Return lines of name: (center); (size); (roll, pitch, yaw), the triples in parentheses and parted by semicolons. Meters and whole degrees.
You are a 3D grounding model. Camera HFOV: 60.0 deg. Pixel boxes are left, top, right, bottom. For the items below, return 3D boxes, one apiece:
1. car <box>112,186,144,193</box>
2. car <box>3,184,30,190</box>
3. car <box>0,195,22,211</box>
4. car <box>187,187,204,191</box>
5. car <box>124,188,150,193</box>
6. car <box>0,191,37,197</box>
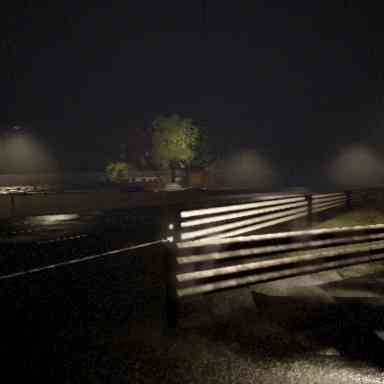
car: (-8.898, 0.179, 46.789); (2.150, 2.045, 5.566); (0, 1, 34)
car: (-29.279, -0.465, 55.289); (1.882, 1.535, 5.008); (-1, 3, 13)
car: (-17.297, 0.993, 28.186); (1.895, 1.301, 4.718); (0, 1, 34)
car: (0.177, 0.164, 47.649); (2.097, 1.767, 4.553); (0, 1, 35)
car: (-6.483, 0.530, 44.120); (1.994, 1.385, 4.181); (0, 1, 34)
car: (-13.946, 0.892, 26.889); (1.812, 1.442, 4.674); (0, 1, 34)
